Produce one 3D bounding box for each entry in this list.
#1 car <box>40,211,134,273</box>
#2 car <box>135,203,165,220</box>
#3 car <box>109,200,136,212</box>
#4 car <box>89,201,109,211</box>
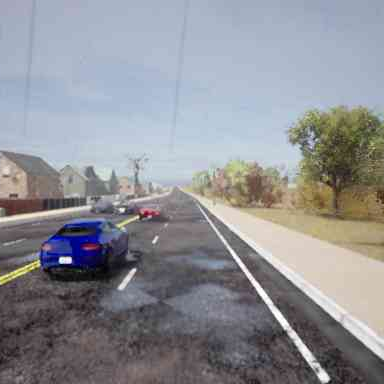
[{"bbox_3d":[-3.235,1.575,10.738,1.812,1.442,4.674,0,0,-1],"label":"car"},{"bbox_3d":[-3.404,1.702,28.799,1.895,1.301,4.718,0,0,-1],"label":"car"},{"bbox_3d":[-6.871,1.625,35.193,2.128,1.511,4.902,0,0,0],"label":"car"},{"bbox_3d":[-10.124,1.700,38.189,2.033,1.411,5.357,0,0,0],"label":"car"}]
